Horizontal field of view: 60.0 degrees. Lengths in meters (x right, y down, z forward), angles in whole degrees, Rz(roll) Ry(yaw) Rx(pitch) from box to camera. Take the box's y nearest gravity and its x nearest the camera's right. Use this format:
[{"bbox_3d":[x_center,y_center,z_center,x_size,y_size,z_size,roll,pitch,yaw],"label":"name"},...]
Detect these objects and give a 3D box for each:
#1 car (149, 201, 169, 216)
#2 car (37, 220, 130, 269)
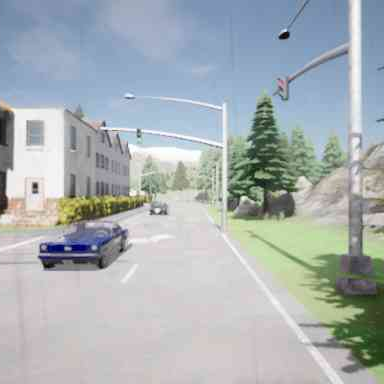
[{"bbox_3d":[-3.553,1.766,36.550,2.128,1.511,4.902,0,0,0],"label":"car"},{"bbox_3d":[-3.514,1.691,11.628,1.895,1.301,4.718,0,0,0],"label":"car"}]
